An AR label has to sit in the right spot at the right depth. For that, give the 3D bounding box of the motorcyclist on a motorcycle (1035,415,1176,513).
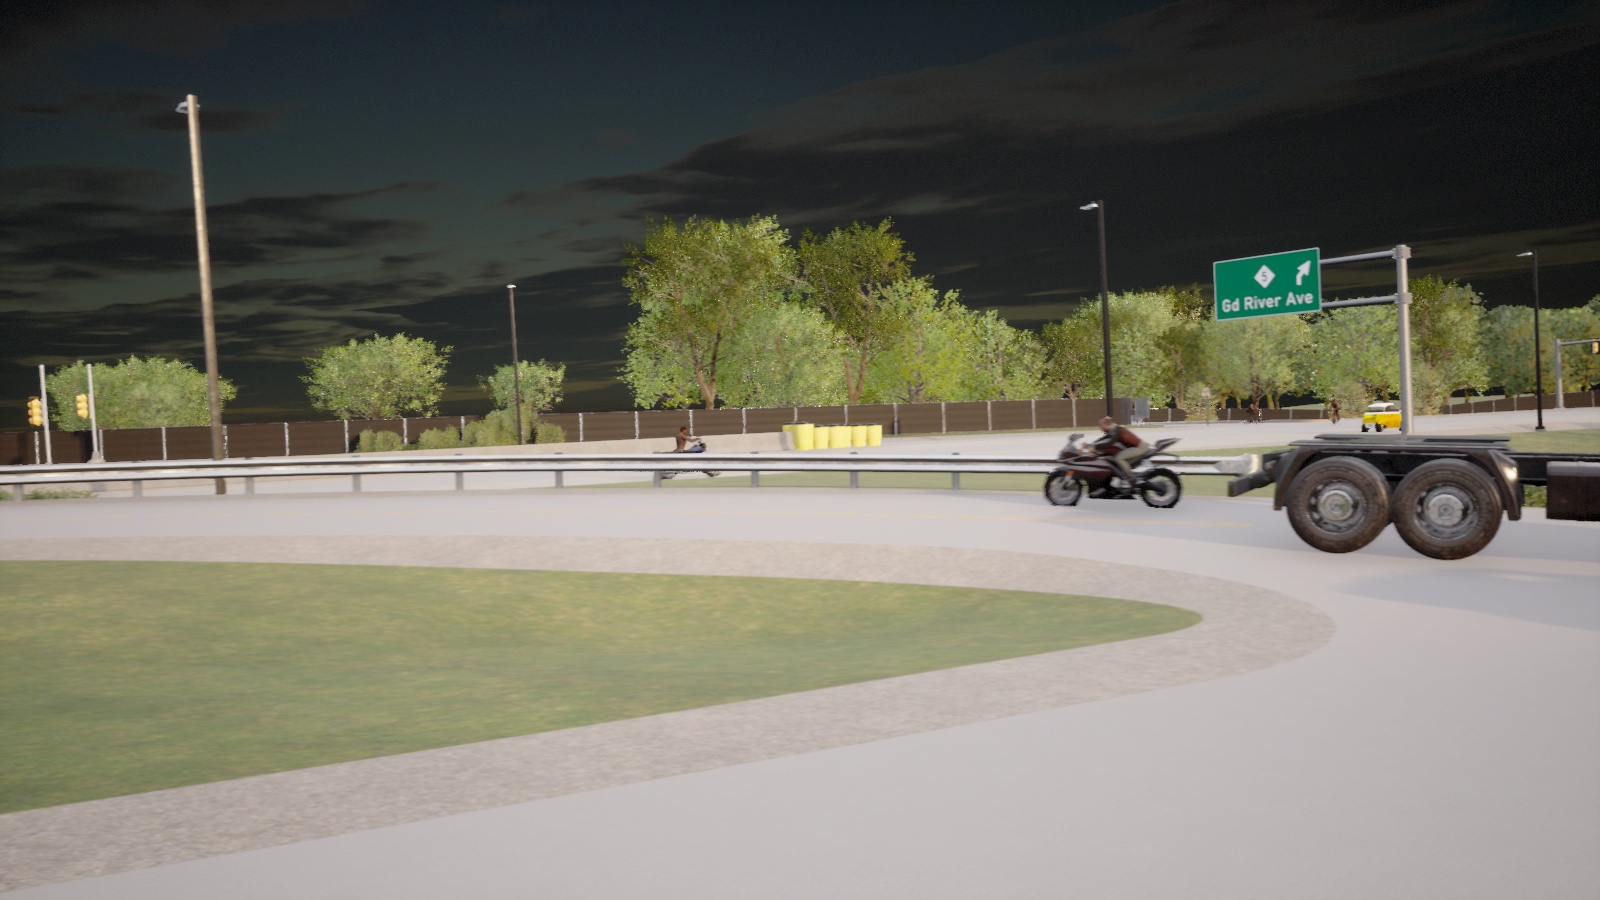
[{"bbox_3d":[5.000,0.209,20.556,2.191,1.530,0.866,0,3,16],"label":"motorcyclist on a motorcycle"}]

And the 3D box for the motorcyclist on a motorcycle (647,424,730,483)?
[{"bbox_3d":[-3.331,0.083,37.727,2.350,1.649,0.766,-3,2,-35],"label":"motorcyclist on a motorcycle"}]

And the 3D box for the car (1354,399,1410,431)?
[{"bbox_3d":[27.642,-1.660,59.647,2.207,1.376,1.481,-4,2,-35],"label":"car"}]

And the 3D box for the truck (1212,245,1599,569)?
[{"bbox_3d":[9.249,-0.529,14.705,7.936,3.462,2.891,1,4,31],"label":"truck"}]
